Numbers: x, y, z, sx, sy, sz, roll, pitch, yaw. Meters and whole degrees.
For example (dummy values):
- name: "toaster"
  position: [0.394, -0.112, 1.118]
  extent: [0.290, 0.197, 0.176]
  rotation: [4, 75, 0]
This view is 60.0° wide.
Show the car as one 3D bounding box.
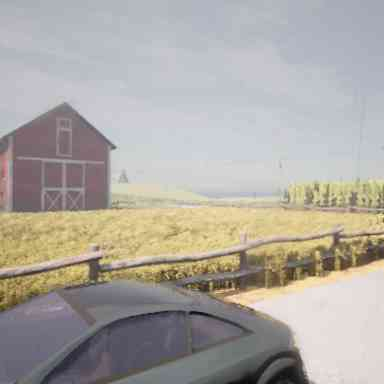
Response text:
- name: "car"
  position: [-0.912, 1.570, 2.843]
  extent: [4.181, 1.385, 1.994]
  rotation: [1, 0, -35]
